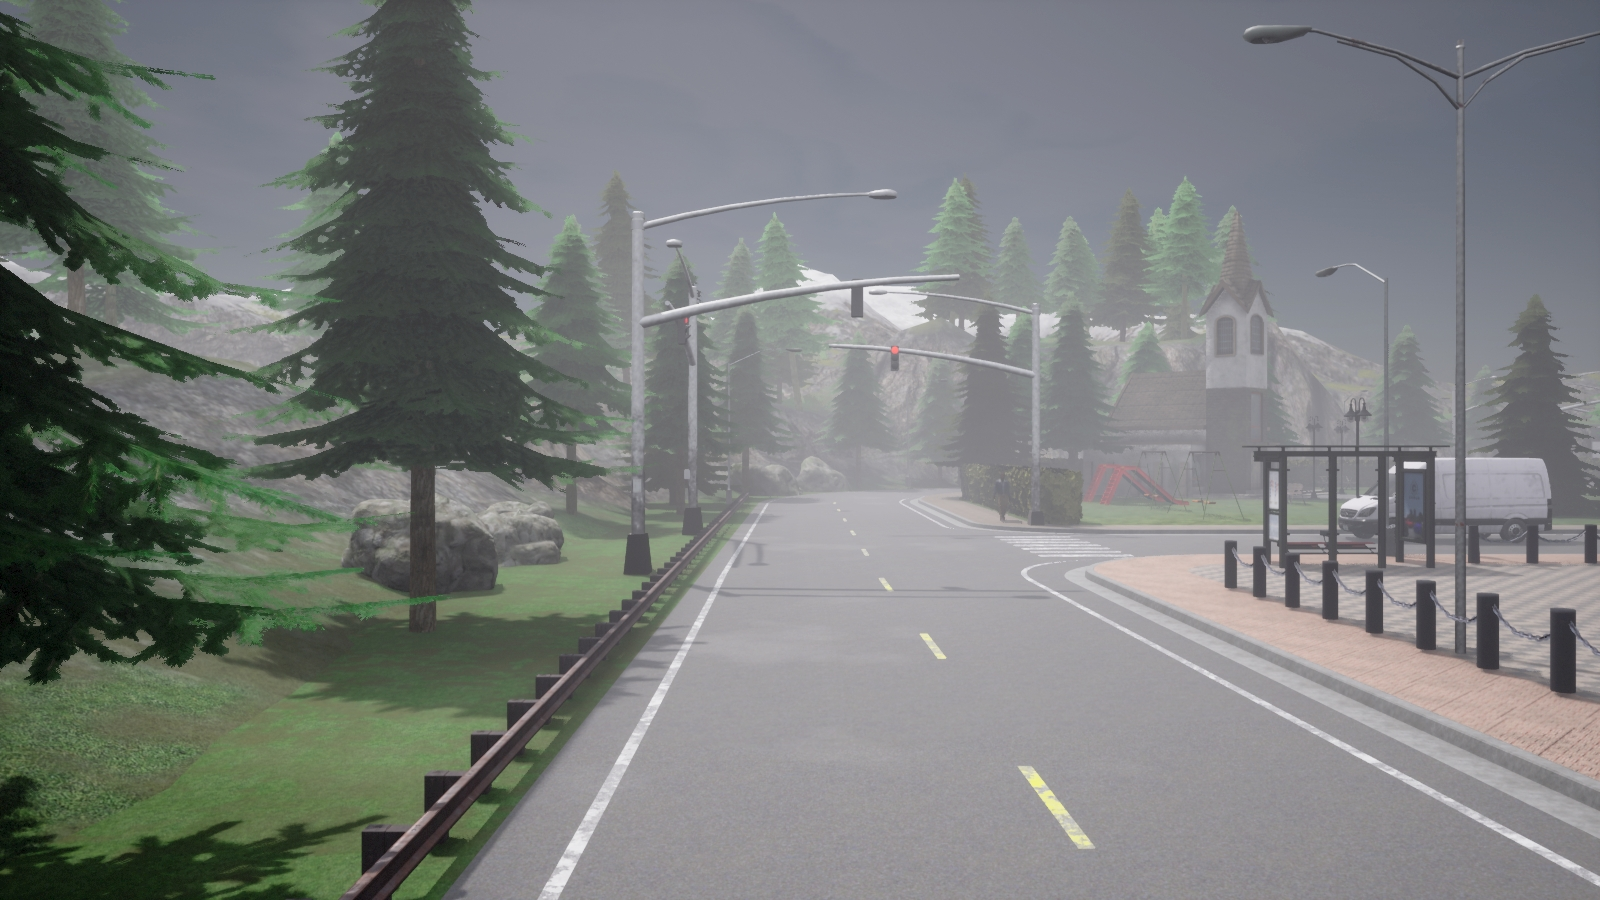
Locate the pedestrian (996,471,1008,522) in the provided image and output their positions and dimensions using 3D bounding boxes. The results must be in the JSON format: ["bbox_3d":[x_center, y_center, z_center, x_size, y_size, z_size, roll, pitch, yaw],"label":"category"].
[{"bbox_3d":[7.398,1.690,41.754,0.375,1.860,0.375,0,0,0],"label":"pedestrian"}]

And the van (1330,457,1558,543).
[{"bbox_3d":[19.746,1.515,35.223,5.915,2.561,1.988,0,0,0],"label":"van"}]
